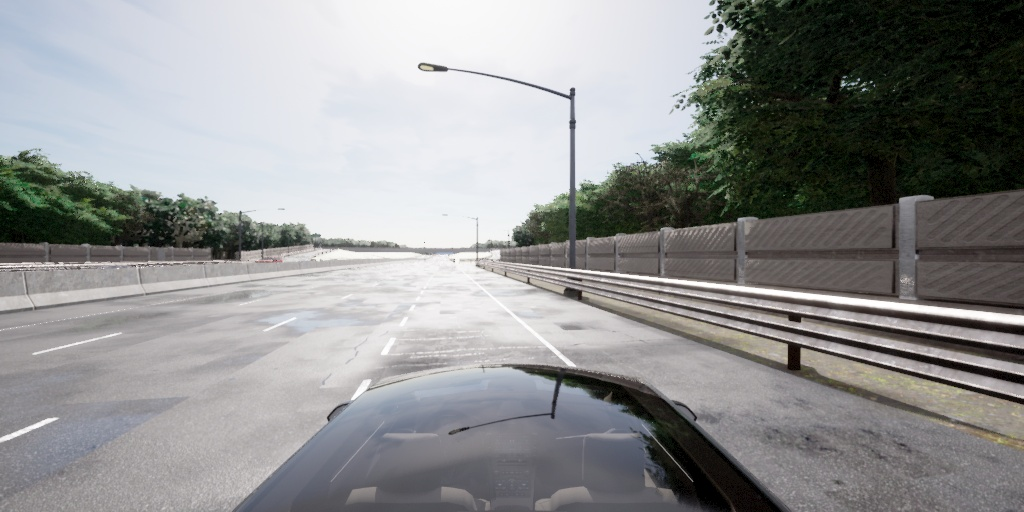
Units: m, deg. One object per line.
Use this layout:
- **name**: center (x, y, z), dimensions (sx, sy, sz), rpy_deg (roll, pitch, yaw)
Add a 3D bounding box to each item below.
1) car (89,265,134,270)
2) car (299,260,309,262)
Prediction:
- **car**: center (-29.414, 1.320, 26.257), dimensions (1.994, 1.385, 4.181), rpy_deg (0, 0, -11)
- **car**: center (-30.736, 1.339, 52.959), dimensions (2.033, 1.411, 5.357), rpy_deg (0, 0, -10)
